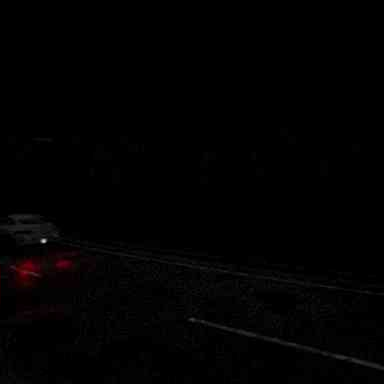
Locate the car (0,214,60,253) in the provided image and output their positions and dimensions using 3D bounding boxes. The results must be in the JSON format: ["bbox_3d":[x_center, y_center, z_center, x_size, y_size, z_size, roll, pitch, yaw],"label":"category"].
[{"bbox_3d":[-7.327,1.661,14.387,4.674,1.442,1.812,-1,0,45],"label":"car"}]
